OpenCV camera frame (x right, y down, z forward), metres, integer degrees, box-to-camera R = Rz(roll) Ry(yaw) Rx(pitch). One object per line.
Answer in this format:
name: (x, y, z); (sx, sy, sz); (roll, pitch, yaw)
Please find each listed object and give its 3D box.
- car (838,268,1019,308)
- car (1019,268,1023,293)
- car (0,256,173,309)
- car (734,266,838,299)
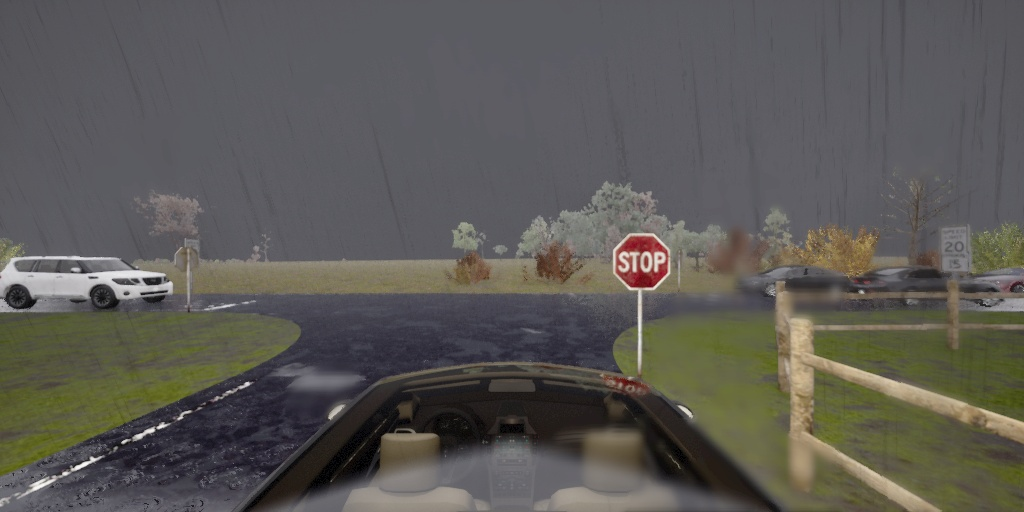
car: (16.547, 1.216, 14.455); (4.892, 1.490, 1.837); (0, 0, 1)
car: (24.332, 1.259, 17.287); (4.181, 1.385, 1.994); (0, 0, 1)
car: (-17.416, 1.021, 14.769); (5.566, 2.045, 2.150); (0, 0, 0)
car: (13.499, 1.225, 17.403); (4.892, 1.490, 1.837); (0, 0, 1)
